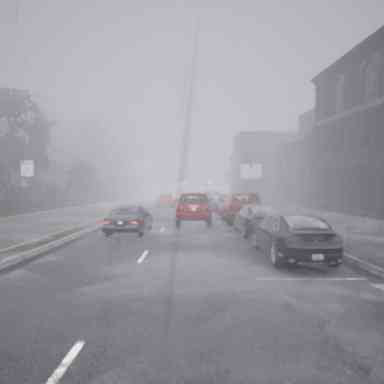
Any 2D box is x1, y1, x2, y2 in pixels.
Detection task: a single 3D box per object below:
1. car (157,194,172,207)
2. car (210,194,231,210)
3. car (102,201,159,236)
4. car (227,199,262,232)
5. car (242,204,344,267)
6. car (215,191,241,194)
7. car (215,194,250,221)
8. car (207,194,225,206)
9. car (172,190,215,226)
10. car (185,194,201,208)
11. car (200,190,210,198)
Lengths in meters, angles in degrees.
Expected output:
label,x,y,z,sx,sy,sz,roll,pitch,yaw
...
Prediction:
label,x,y,z,sx,sy,sz,roll,pitch,yaw
car,-3.160,0.969,41.642,2.097,1.767,4.553,0,0,0
car,3.216,1.120,38.867,1.946,1.575,5.366,0,1,0
car,-3.154,1.390,17.126,2.033,1.411,5.357,0,1,0
car,3.223,1.329,16.452,2.231,1.521,4.892,0,1,0
car,3.223,1.380,10.926,2.231,1.521,4.892,0,1,0
car,3.217,1.050,33.124,2.185,1.767,4.553,0,1,0
car,3.219,1.221,27.817,1.946,1.575,5.366,0,1,0
car,3.270,1.062,45.739,2.231,1.521,4.892,0,1,1
car,0.093,1.026,21.508,2.150,2.045,5.566,0,1,0
car,0.090,1.096,41.631,1.882,1.535,5.008,0,1,0
car,3.203,0.471,82.780,2.435,2.045,5.566,0,1,0
